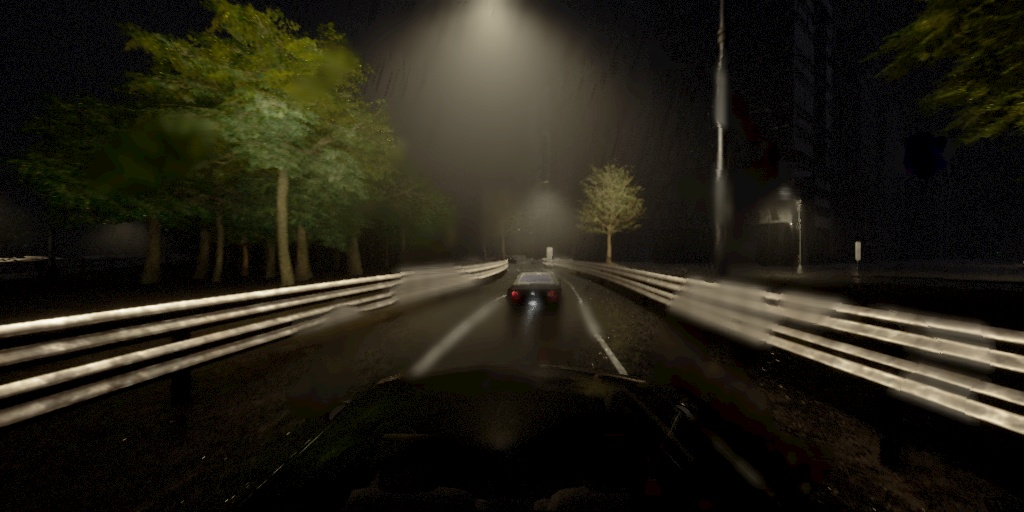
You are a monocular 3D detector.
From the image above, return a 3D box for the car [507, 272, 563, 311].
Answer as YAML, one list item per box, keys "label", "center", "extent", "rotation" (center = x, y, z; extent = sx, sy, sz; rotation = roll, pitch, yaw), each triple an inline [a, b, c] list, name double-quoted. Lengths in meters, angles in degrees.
- label: "car"
  center: [1.019, 1.289, 14.083]
  extent: [1.895, 1.301, 4.718]
  rotation: [0, 0, 7]
